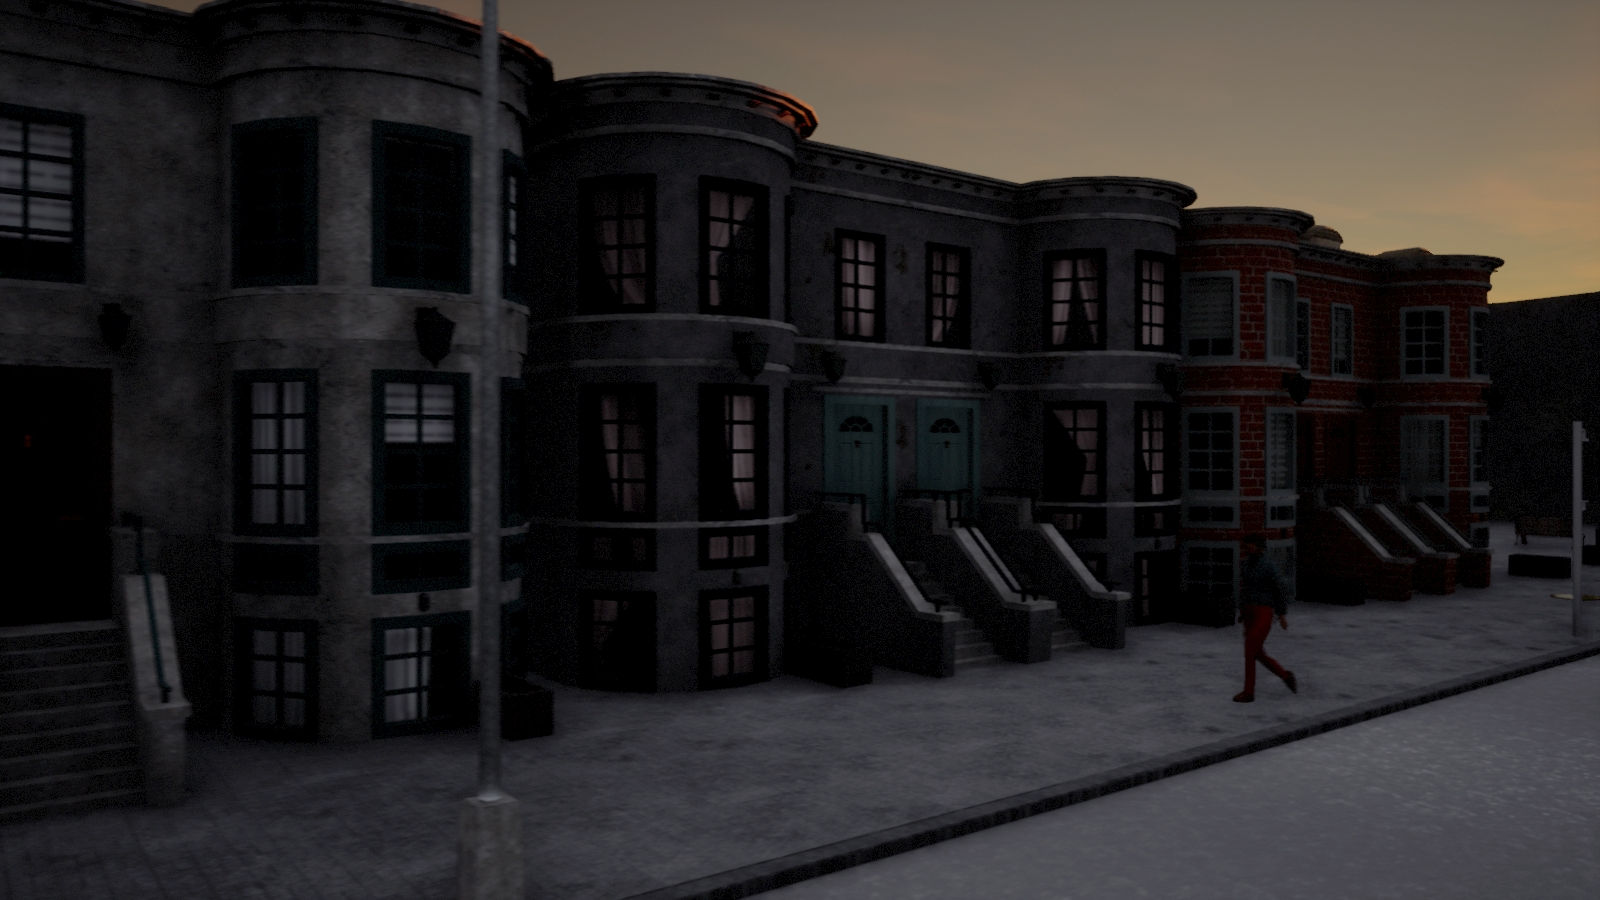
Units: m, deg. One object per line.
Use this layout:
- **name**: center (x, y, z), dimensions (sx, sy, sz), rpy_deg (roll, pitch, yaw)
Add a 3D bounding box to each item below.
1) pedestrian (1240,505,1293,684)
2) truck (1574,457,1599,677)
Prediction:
- **pedestrian**: center (4.998, 1.526, 12.254), dimensions (0.375, 1.860, 0.375), rpy_deg (0, 0, -19)
- **truck**: center (11.702, 1.361, 13.588), dimensions (5.204, 2.467, 2.627), rpy_deg (1, -1, -38)
